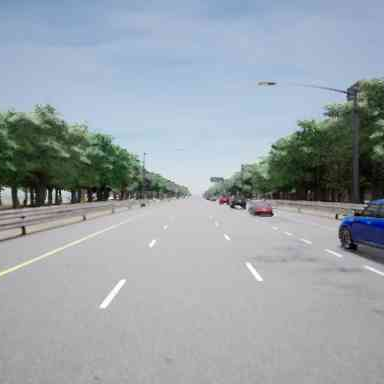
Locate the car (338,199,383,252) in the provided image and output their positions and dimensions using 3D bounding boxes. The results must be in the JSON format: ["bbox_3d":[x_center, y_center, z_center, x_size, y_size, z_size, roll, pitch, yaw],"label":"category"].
[{"bbox_3d":[7.006,1.237,11.124,2.150,2.045,5.566,0,0,0],"label":"car"}]

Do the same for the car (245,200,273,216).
[{"bbox_3d":[7.061,1.717,34.518,1.994,1.385,4.181,0,-1,0],"label":"car"}]

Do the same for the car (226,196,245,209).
[{"bbox_3d":[7.142,1.570,52.227,2.150,2.045,5.566,0,-1,0],"label":"car"}]

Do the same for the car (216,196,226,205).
[{"bbox_3d":[7.305,1.887,75.792,2.150,2.045,5.566,0,-1,0],"label":"car"}]
